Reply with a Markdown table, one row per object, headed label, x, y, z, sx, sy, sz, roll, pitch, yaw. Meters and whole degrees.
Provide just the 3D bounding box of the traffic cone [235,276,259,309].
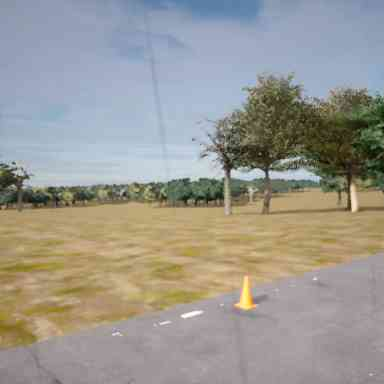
| label | x | y | z | sx | sy | sz | roll | pitch | yaw |
| --- | --- | --- | --- | --- | --- | --- | --- | --- | --- |
| traffic cone | 1.088 | 1.964 | 6.610 | 0.340 | 0.580 | 0.340 | 0 | 0 | -38 |
